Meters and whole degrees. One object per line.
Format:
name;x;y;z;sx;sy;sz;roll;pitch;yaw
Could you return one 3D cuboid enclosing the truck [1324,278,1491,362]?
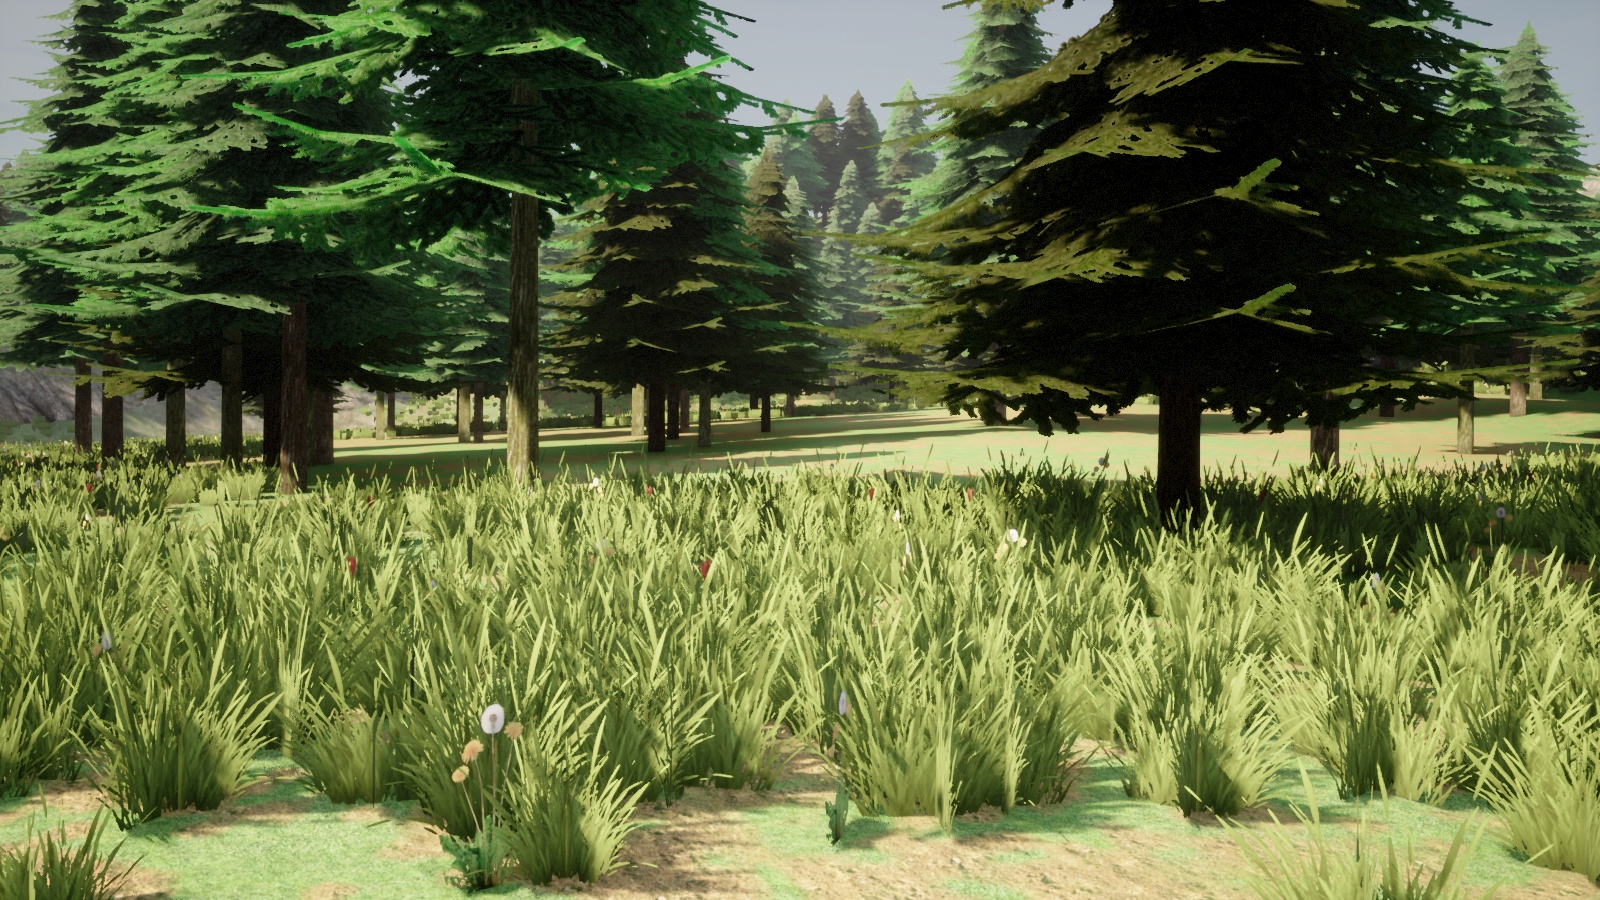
truck;34.120;-7.197;70.683;7.936;3.462;2.891;-6;-1;32
